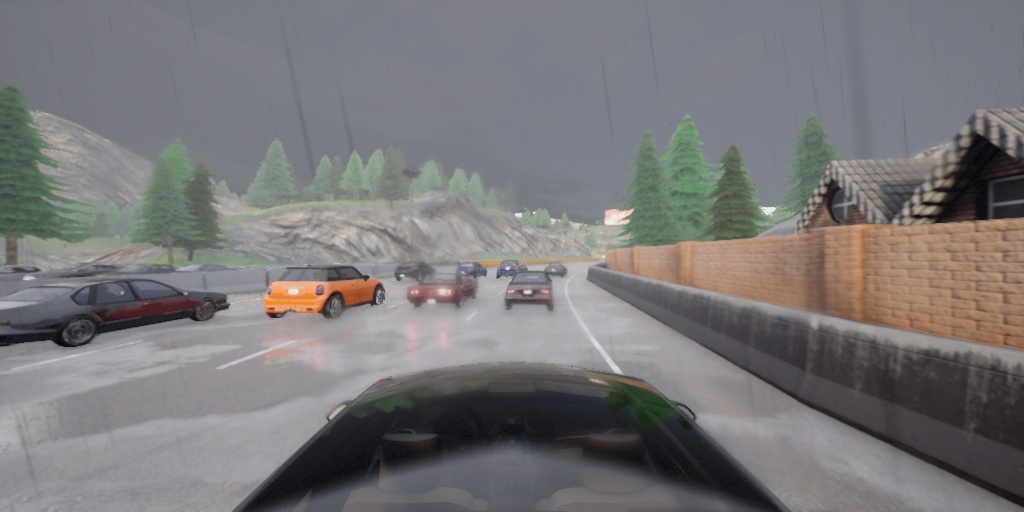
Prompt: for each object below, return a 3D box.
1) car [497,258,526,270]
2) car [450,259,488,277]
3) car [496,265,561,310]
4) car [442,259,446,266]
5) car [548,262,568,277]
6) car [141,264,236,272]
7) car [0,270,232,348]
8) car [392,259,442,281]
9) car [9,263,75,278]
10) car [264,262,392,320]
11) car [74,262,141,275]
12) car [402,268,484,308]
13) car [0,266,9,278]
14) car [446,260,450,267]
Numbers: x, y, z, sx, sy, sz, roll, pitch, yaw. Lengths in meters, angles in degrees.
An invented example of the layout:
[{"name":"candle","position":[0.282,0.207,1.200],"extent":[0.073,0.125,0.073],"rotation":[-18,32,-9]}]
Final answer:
[{"name":"car","position":[0.084,1.088,32.292],"extent":[2.097,1.767,4.553],"rotation":[0,0,12]},{"name":"car","position":[-3.584,1.252,31.969],"extent":[1.812,1.442,4.674],"rotation":[0,0,12]},{"name":"car","position":[0.811,1.294,14.833],"extent":[2.033,1.411,5.357],"rotation":[0,0,6]},{"name":"car","position":[-12.709,1.234,62.842],"extent":[2.033,1.411,5.357],"rotation":[0,0,22]},{"name":"car","position":[4.342,1.311,35.181],"extent":[1.994,1.385,4.181],"rotation":[0,0,13]},{"name":"car","position":[-19.589,1.212,22.415],"extent":[1.812,1.442,4.674],"rotation":[0,0,8]},{"name":"car","position":[-10.139,1.266,9.111],"extent":[2.033,1.411,5.357],"rotation":[0,0,3]},{"name":"car","position":[-7.706,1.221,29.068],"extent":[1.837,1.490,4.892],"rotation":[0,0,10]},{"name":"car","position":[-26.647,1.158,22.363],"extent":[2.128,1.511,4.902],"rotation":[0,0,7]},{"name":"car","position":[-6.341,1.079,12.775],"extent":[2.097,1.767,4.553],"rotation":[0,0,4]},{"name":"car","position":[-23.119,1.224,22.693],"extent":[2.033,1.411,5.357],"rotation":[0,0,8]},{"name":"car","position":[-2.663,1.337,15.018],"extent":[1.895,1.301,4.718],"rotation":[0,0,5]},{"name":"car","position":[-30.310,1.258,21.384],"extent":[1.895,1.301,4.718],"rotation":[0,0,7]},{"name":"car","position":[-8.853,1.245,63.041],"extent":[2.033,1.411,5.357],"rotation":[0,0,23]}]
